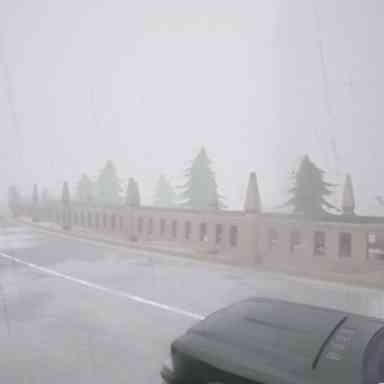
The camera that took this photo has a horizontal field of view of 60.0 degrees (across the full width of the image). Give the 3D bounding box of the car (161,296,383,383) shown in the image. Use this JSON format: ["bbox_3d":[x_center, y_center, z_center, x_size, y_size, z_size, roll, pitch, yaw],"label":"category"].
[{"bbox_3d":[2.043,1.606,2.574,4.718,1.301,1.895,0,0,36],"label":"car"}]
